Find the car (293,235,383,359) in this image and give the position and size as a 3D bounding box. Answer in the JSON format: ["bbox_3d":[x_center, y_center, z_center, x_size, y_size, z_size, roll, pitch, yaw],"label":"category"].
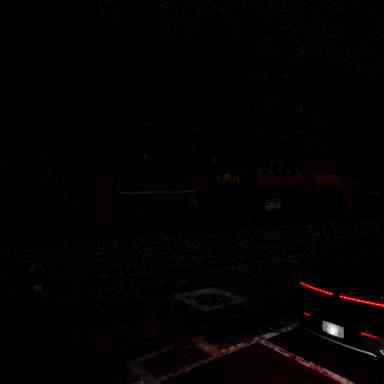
[{"bbox_3d":[3.764,1.504,5.657,4.892,1.490,1.837,0,0,-36],"label":"car"}]
